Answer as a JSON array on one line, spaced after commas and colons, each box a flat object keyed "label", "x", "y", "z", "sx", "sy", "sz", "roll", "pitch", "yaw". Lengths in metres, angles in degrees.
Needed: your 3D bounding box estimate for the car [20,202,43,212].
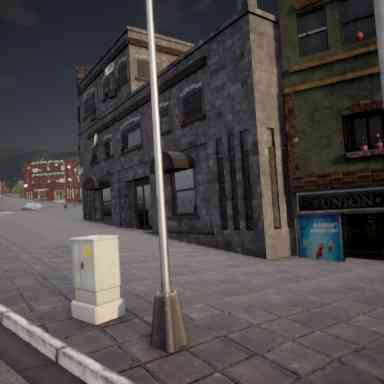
[{"label": "car", "x": -26.645, "y": 2.491, "z": 55.432, "sx": 1.812, "sy": 1.442, "sz": 4.674, "roll": -4, "pitch": -1, "yaw": 5}]
